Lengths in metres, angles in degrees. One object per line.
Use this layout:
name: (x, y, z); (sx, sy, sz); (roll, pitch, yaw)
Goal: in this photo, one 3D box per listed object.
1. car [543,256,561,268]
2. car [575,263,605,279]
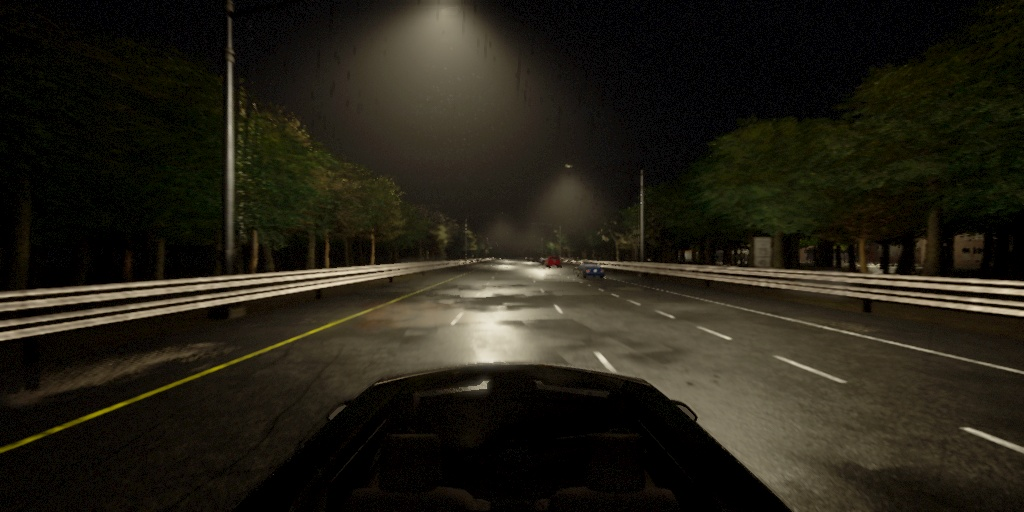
car: (7.016, 1.018, 61.514); (2.150, 2.045, 5.566); (0, 0, 0)
car: (6.999, 1.307, 32.589); (2.033, 1.411, 5.357); (0, 0, 0)
